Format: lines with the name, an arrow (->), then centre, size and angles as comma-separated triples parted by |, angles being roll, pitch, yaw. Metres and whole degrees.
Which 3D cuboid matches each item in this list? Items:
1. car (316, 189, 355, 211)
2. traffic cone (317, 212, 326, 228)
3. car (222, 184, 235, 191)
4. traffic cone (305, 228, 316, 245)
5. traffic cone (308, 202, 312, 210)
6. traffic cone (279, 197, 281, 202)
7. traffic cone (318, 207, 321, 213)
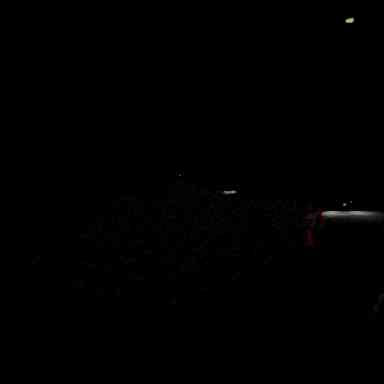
car -> 11.023, 0.557, 25.806 | 1.837, 1.490, 4.892 | 0, 2, 7
traffic cone -> 6.408, 1.435, 16.344 | 0.340, 0.580, 0.340 | -1, 2, 23
car -> 7.507, -1.007, 69.578 | 2.128, 1.511, 4.902 | -1, 2, -5
traffic cone -> 4.320, 1.617, 12.188 | 0.340, 0.580, 0.340 | -1, 2, 30
traffic cone -> 8.938, 1.074, 25.281 | 0.340, 0.580, 0.340 | -1, 2, 9
traffic cone -> 9.157, 0.751, 34.628 | 0.340, 0.580, 0.340 | -1, 2, -5
traffic cone -> 7.955, 1.250, 20.733 | 0.340, 0.580, 0.340 | -1, 2, 16
